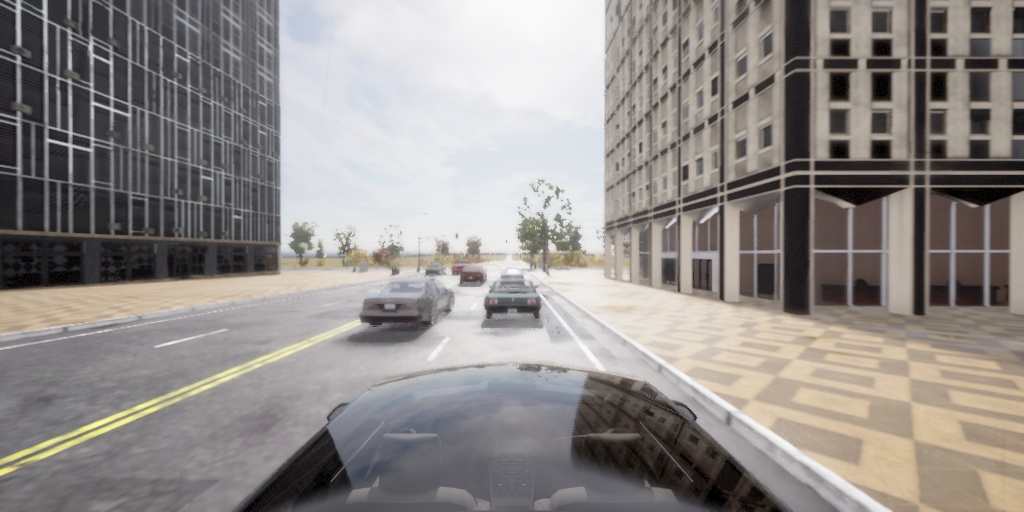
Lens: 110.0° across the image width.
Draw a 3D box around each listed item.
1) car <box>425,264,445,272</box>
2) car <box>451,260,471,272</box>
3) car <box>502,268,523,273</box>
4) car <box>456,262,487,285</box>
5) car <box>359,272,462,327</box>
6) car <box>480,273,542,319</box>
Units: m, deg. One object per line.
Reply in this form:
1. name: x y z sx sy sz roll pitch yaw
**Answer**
1. car: -9.794 1.749 45.980 1.837 1.490 4.892 0 -1 1
2. car: -6.531 1.479 47.191 2.150 2.045 5.566 0 -1 1
3. car: 0.028 1.587 27.038 2.033 1.411 5.357 0 -1 1
4. car: -3.193 1.553 30.348 1.882 1.535 5.008 0 0 0
5. car: -3.223 1.418 12.045 2.033 1.411 5.357 0 -1 1
6. car: 0.044 1.489 13.562 1.895 1.301 4.718 0 -1 1
